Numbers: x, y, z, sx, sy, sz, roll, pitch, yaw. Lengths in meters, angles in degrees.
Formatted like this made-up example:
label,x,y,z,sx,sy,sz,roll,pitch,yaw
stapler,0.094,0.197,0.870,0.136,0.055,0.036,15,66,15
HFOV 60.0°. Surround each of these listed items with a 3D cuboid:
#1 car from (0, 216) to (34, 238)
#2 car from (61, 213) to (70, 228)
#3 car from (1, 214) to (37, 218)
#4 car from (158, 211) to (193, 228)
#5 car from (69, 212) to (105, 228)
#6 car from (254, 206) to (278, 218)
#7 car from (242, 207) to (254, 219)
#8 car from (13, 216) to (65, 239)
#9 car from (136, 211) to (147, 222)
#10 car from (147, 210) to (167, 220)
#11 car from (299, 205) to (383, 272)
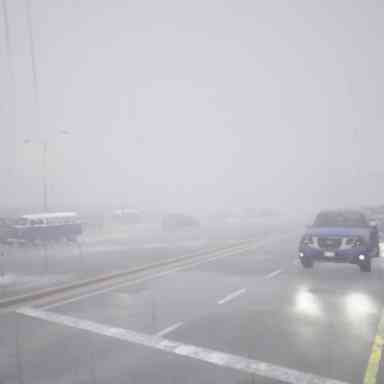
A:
label,x,y,z,sx,sy,sz,roll,pitch,yaw
car,-17.665,3.606,34.860,1.784,1.438,3.905,-4,-3,34
car,-18.520,4.499,53.558,1.784,1.438,3.905,-4,-3,34
car,-19.928,3.537,36.317,1.932,1.855,4.605,-4,-3,34
car,-2.069,3.479,42.598,1.970,1.475,3.806,-4,-3,34
car,-16.158,4.133,51.908,1.932,1.855,4.605,-4,-3,34
car,12.259,3.287,53.968,1.932,1.855,4.605,-4,-3,34
car,9.886,3.445,55.618,1.905,1.878,3.866,-4,-3,34
car,-15.260,3.484,33.252,1.970,1.475,3.806,-4,-3,34
car,-8.818,4.881,68.078,1.970,1.475,3.806,-4,-3,34
car,-6.428,4.487,66.474,1.905,1.878,3.866,-4,-3,34
car,5.844,1.666,12.829,2.150,2.045,5.566,-4,-3,33
